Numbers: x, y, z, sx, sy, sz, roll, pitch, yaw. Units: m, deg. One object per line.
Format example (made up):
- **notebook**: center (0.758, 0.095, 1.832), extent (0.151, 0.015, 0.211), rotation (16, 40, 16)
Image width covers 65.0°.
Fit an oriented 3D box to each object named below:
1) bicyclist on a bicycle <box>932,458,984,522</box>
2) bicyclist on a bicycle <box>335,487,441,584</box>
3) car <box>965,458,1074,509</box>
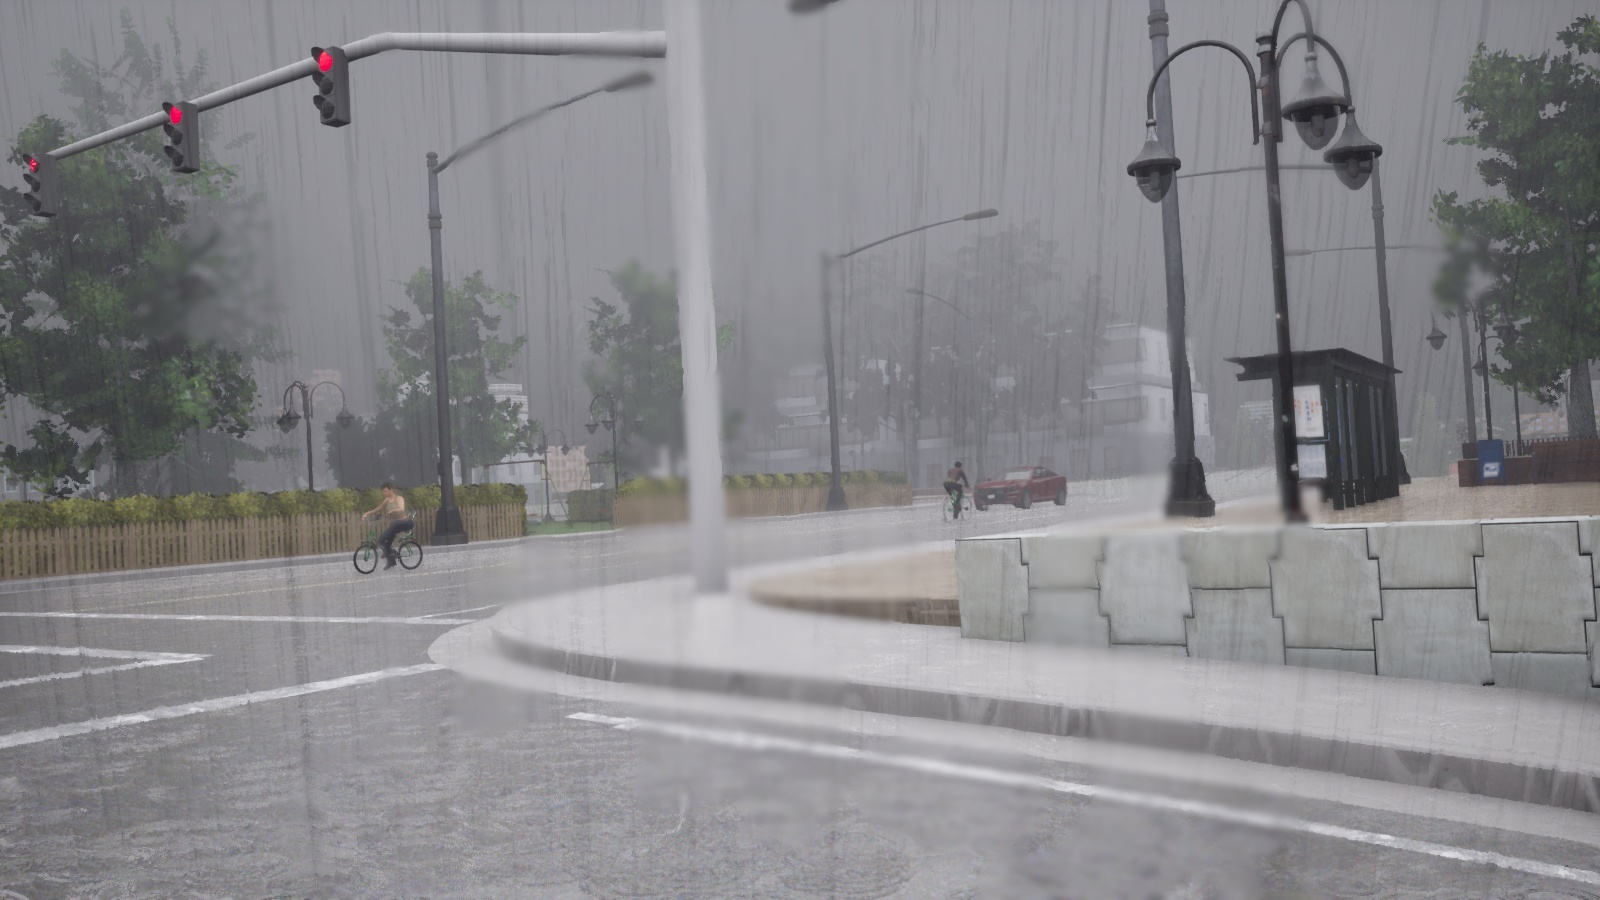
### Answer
- **bicyclist on a bicycle**: center (4.239, 1.054, 33.613), extent (0.582, 1.620, 1.656), rotation (-5, -3, 34)
- **bicyclist on a bicycle**: center (-7.435, 1.536, 22.723), extent (0.866, 1.612, 1.509), rotation (-5, -2, 35)
- **car**: center (7.974, 1.184, 45.246), extent (1.882, 1.535, 5.008), rotation (-5, -2, 34)
